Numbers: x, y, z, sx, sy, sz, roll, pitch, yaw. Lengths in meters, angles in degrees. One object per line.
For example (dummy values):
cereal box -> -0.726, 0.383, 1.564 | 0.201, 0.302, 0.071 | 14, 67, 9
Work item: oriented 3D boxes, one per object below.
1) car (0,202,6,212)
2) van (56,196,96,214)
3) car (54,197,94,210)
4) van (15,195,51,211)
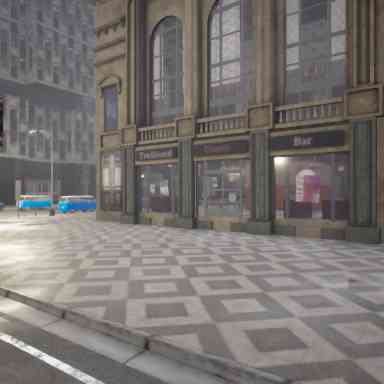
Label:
car -> -21.809, 1.513, 34.525 | 2.008, 1.369, 4.403 | 0, 0, 36
van -> -11.606, 1.282, 34.129 | 1.690, 1.788, 3.998 | 0, 0, 36
car -> -15.364, 1.466, 43.521 | 1.752, 1.417, 4.829 | 0, 0, 36
van -> -18.537, 1.292, 39.092 | 1.690, 1.788, 3.998 | 0, 0, 36
